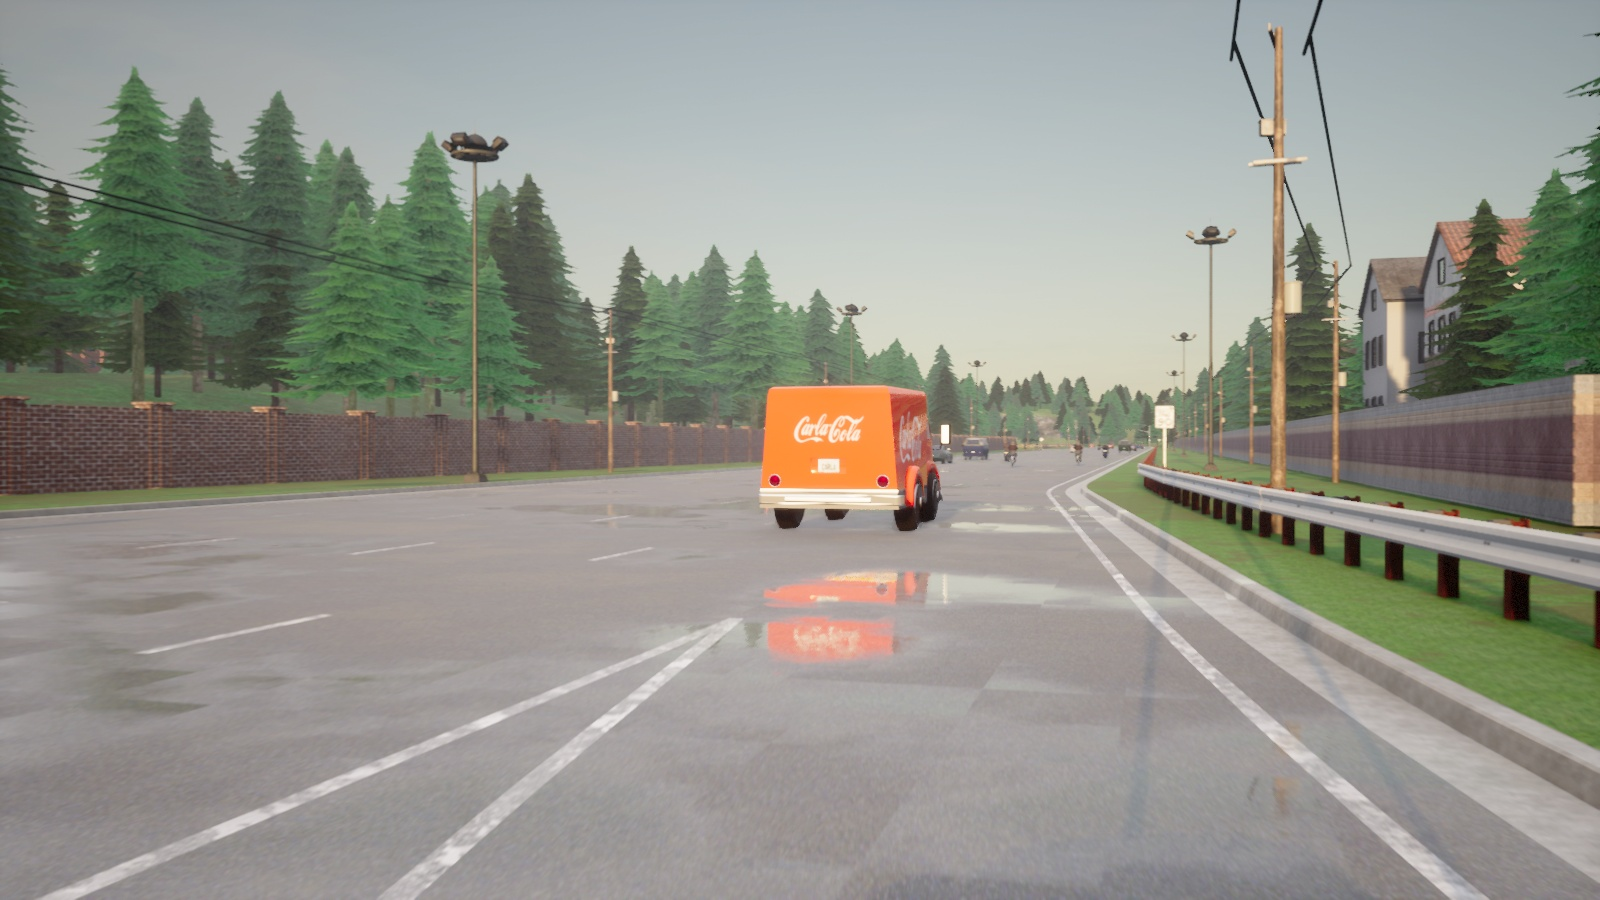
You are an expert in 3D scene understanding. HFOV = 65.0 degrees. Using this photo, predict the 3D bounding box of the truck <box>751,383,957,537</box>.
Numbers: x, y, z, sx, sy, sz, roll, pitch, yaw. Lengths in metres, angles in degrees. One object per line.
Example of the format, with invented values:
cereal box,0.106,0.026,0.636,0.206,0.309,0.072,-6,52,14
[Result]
truck,1.162,0.139,22.960,2.627,2.467,5.204,0,0,16

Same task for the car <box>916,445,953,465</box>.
car,9.786,0.337,91.141,1.994,1.385,4.181,0,0,16
